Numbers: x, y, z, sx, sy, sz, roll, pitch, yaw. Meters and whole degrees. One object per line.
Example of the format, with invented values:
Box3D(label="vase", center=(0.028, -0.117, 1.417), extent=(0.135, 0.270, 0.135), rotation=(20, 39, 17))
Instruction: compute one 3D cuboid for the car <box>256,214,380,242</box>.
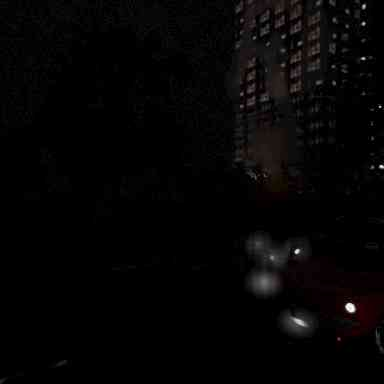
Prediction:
Box3D(label="car", center=(4.444, 1.445, 10.853), extent=(5.357, 1.411, 2.033), rotation=(-1, 0, -36))

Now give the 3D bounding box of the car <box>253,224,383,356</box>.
Box3D(label="car", center=(3.340, 1.537, 6.070), extent=(4.718, 1.301, 1.895), rotation=(-1, 0, -36))
